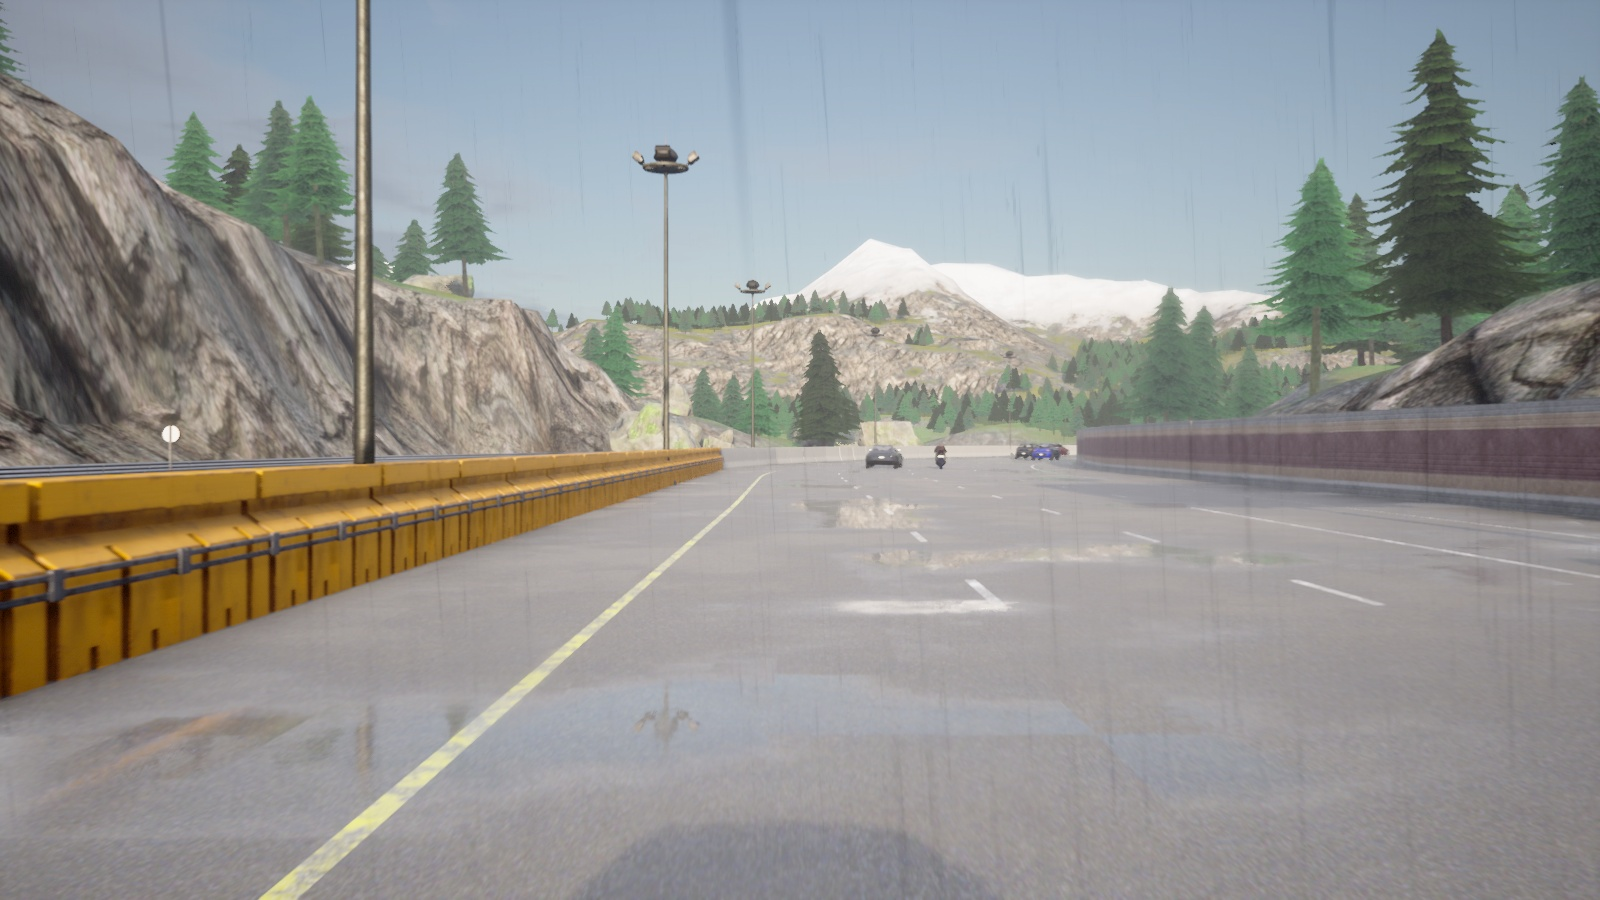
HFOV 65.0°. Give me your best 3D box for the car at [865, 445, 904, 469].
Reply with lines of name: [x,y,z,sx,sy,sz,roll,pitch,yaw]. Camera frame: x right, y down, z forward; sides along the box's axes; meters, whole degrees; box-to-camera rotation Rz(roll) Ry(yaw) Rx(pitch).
car: [5.063,0.392,74.948,1.994,1.385,4.181,0,0,8]
